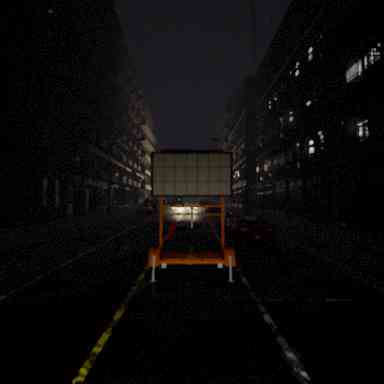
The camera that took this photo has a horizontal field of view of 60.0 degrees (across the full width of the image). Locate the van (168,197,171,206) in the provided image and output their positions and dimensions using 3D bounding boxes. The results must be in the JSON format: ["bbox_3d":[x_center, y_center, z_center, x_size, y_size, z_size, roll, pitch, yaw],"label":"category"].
[{"bbox_3d":[-5.282,1.884,59.584,1.690,1.788,3.998,1,-1,0],"label":"van"}]

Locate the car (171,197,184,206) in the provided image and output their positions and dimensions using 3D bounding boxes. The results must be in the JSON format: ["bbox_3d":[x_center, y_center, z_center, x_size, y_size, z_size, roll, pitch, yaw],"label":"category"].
[{"bbox_3d":[-2.740,1.838,66.309,2.150,2.045,5.566,0,-1,0],"label":"car"}]

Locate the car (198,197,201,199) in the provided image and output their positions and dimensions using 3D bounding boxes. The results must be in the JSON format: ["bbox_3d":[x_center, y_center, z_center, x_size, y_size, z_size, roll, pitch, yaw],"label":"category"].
[{"bbox_3d":[2.594,2.147,65.049,1.887,1.381,4.507,1,-1,0],"label":"car"}]

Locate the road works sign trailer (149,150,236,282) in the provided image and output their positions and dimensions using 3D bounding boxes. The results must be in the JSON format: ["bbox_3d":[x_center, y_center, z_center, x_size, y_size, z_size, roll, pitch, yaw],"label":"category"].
[{"bbox_3d":[-0.002,0.543,9.952,2.380,3.560,2.880,0,0,0],"label":"road works sign trailer"}]

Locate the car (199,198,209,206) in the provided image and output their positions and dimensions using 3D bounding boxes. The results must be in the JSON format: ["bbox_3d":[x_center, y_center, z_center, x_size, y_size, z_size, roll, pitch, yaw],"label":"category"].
[{"bbox_3d":[2.605,2.104,70.582,1.967,1.590,4.097,1,-1,0],"label":"car"}]

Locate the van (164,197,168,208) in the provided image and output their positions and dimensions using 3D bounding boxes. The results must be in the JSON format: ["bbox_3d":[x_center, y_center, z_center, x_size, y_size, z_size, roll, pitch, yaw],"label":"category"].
[{"bbox_3d":[-5.282,1.826,54.052,1.690,1.788,3.998,2,-1,0],"label":"van"}]

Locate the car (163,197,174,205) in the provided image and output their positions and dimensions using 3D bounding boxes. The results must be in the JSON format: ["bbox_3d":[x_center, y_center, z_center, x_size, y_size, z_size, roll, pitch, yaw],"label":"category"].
[{"bbox_3d":[-5.279,2.042,76.174,2.192,1.841,5.009,1,-1,0],"label":"car"}]

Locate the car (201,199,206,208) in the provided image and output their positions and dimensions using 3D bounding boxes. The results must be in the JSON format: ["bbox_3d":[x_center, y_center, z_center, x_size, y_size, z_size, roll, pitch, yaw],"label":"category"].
[{"bbox_3d":[2.590,1.925,42.928,2.008,1.369,4.403,1,-1,0],"label":"car"}]

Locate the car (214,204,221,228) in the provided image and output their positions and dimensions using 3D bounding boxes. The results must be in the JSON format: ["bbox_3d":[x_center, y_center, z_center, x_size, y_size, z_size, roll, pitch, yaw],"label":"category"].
[{"bbox_3d":[2.588,1.697,20.977,1.752,1.417,4.829,1,-1,0],"label":"car"}]

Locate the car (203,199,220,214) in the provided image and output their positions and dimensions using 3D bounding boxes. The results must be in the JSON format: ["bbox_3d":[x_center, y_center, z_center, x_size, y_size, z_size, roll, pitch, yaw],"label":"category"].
[{"bbox_3d":[2.590,1.867,37.397,1.887,1.381,4.507,1,-1,0],"label":"car"}]

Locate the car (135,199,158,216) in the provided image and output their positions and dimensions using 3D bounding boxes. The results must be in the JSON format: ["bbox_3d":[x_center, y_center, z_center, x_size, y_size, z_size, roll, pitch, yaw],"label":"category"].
[{"bbox_3d":[-5.290,1.846,37.291,1.752,1.417,4.829,2,-1,0],"label":"car"}]

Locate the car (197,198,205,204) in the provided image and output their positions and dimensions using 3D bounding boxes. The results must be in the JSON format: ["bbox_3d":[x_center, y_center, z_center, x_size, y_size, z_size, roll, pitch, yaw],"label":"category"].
[{"bbox_3d":[2.565,2.363,92.705,1.967,1.590,4.097,1,-1,0],"label":"car"}]

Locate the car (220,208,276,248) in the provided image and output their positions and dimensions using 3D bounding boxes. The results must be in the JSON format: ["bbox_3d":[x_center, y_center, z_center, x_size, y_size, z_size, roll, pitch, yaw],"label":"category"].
[{"bbox_3d":[2.587,1.668,15.275,1.887,1.381,4.507,1,0,0],"label":"car"}]

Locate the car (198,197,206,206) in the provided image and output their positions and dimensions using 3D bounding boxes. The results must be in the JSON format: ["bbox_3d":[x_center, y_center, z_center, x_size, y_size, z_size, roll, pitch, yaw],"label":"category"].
[{"bbox_3d":[2.593,2.087,59.519,1.887,1.381,4.507,1,-1,0],"label":"car"}]

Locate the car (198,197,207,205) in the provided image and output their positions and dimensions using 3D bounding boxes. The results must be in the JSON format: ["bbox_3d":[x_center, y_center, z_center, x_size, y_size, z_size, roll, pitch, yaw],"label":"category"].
[{"bbox_3d":[2.567,2.105,81.644,2.192,1.841,5.009,1,-1,0],"label":"car"}]

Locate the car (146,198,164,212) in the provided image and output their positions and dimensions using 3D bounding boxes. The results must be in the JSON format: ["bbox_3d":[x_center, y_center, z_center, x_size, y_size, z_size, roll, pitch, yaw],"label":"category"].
[{"bbox_3d":[-5.283,1.690,42.995,2.192,1.841,5.009,2,-1,0],"label":"car"}]

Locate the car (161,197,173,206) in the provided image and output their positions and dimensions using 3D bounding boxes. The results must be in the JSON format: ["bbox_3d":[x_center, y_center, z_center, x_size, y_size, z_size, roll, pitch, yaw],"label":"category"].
[{"bbox_3d":[-5.280,1.980,70.644,2.192,1.841,5.009,1,-1,0],"label":"car"}]
